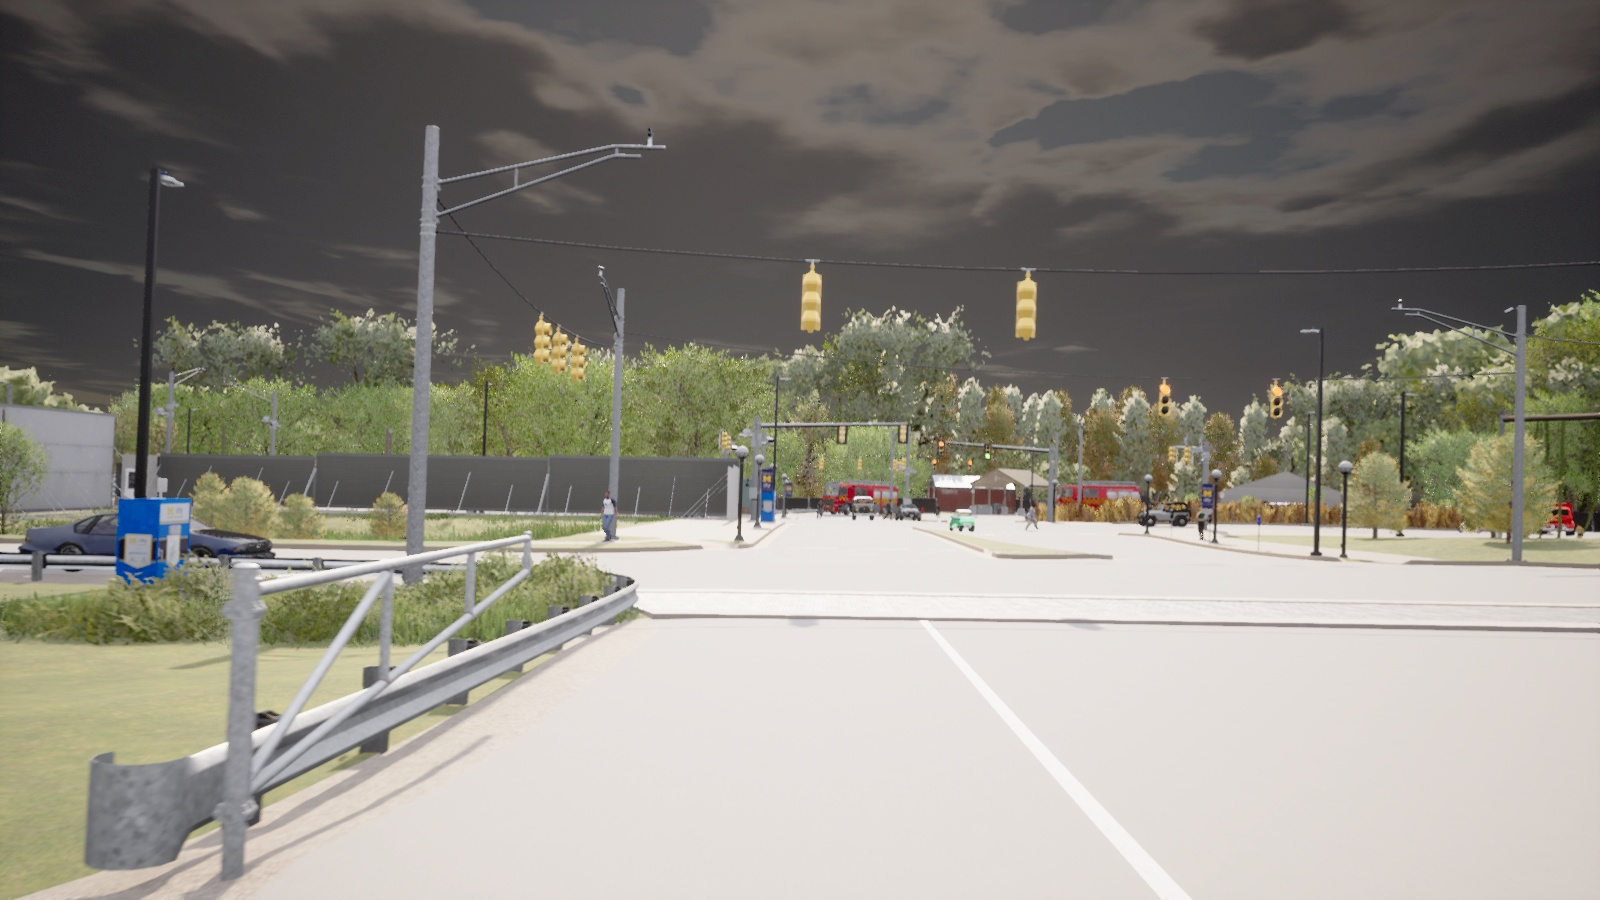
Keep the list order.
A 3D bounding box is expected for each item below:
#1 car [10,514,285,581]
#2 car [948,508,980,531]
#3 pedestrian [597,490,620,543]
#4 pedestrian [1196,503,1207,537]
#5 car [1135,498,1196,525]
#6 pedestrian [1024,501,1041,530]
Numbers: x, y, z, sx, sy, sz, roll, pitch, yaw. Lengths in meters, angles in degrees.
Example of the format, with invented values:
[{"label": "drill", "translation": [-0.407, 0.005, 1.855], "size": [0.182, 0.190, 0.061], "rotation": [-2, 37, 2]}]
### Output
[{"label": "car", "translation": [-15.178, 2.252, 29.410], "size": [5.357, 1.411, 2.033], "rotation": [0, -2, 2]}, {"label": "car", "translation": [10.164, 4.286, 77.802], "size": [1.481, 1.376, 2.207], "rotation": [1, -2, -6]}, {"label": "pedestrian", "translation": [-6.635, 2.300, 43.612], "size": [0.354, 1.836, 0.706], "rotation": [1, -2, 32]}, {"label": "pedestrian", "translation": [21.589, 3.762, 67.556], "size": [0.345, 1.836, 0.594], "rotation": [2, -1, 1]}, {"label": "car", "translation": [26.936, 4.519, 92.609], "size": [3.866, 1.878, 1.905], "rotation": [0, -2, 0]}, {"label": "pedestrian", "translation": [15.150, 4.237, 81.777], "size": [0.900, 1.855, 0.874], "rotation": [2, -1, -1]}]
